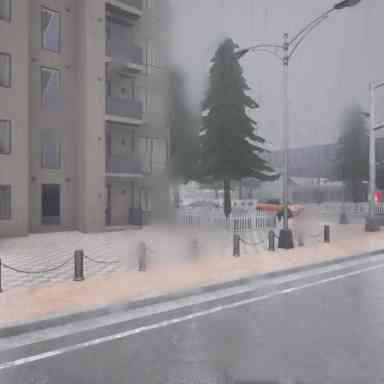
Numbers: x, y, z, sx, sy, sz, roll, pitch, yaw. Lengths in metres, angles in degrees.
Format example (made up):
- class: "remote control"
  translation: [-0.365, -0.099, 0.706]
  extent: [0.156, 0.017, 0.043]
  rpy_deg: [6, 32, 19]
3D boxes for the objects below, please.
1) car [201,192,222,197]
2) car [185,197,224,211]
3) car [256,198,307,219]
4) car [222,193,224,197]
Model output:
- class: "car"
  translation: [5.363, 1.112, 92.687]
  extent: [1.932, 1.855, 4.605]
  rpy_deg: [0, 0, -37]
- class: "car"
  translation: [1.399, 1.578, 38.172]
  extent: [1.994, 1.385, 4.181]
  rpy_deg: [0, 0, -37]
- class: "car"
  translation: [7.878, 1.367, 29.619]
  extent: [2.097, 1.767, 4.553]
  rpy_deg: [0, 0, -37]
- class: "car"
  translation: [7.449, 1.092, 94.752]
  extent: [1.905, 1.878, 3.866]
  rpy_deg: [0, 0, -37]
